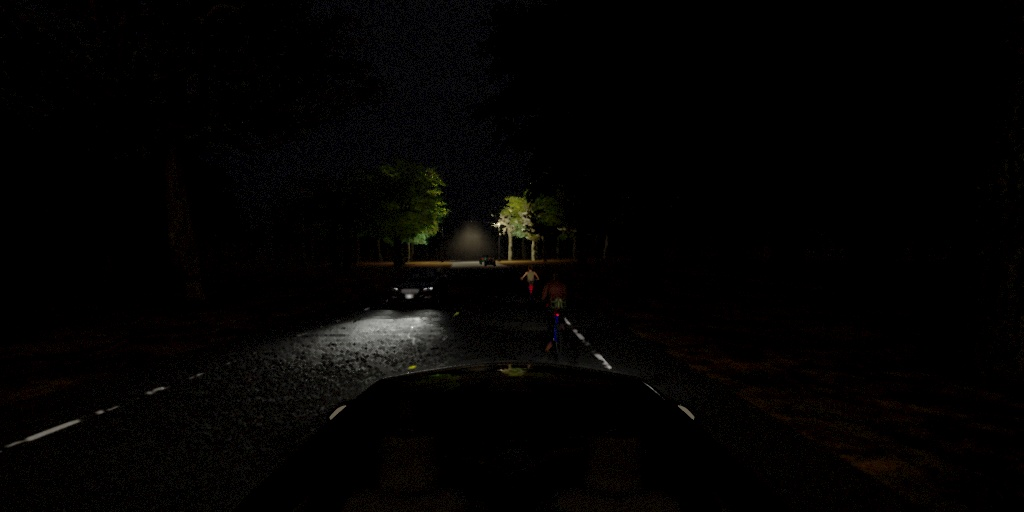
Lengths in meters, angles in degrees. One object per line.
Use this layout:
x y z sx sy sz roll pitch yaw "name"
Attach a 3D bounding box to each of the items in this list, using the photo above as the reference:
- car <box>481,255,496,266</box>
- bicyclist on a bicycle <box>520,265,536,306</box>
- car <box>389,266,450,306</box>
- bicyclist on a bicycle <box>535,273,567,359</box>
-3.972 1.047 63.752 2.128 1.511 4.902 0 0 -7 "car"
0.740 1.162 14.604 0.866 1.612 1.509 0 0 -1 "bicyclist on a bicycle"
-3.869 1.221 15.696 2.128 1.511 4.902 0 0 -2 "car"
0.898 1.193 7.462 0.582 1.620 1.656 0 0 -1 "bicyclist on a bicycle"
